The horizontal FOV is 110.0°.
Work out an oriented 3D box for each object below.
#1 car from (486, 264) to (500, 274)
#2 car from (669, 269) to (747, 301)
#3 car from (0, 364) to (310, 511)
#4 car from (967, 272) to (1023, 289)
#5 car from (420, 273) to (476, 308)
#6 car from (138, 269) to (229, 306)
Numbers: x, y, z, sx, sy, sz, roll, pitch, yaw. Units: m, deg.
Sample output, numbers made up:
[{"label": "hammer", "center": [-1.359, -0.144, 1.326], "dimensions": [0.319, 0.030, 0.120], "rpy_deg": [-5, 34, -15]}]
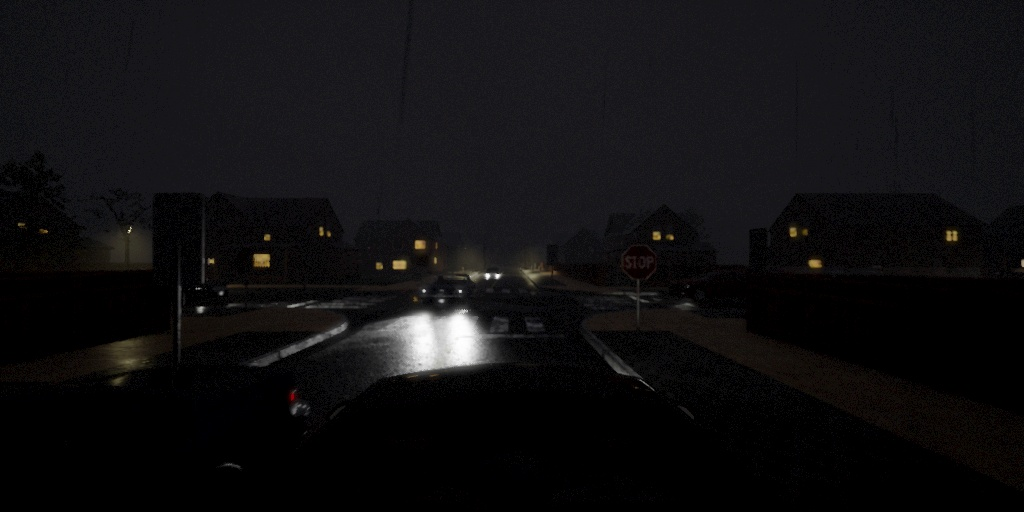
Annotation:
[{"label": "car", "center": [-2.882, 1.926, 54.296], "dimensions": [1.895, 1.301, 4.718], "rpy_deg": [0, -1, 0]}, {"label": "car", "center": [10.694, 1.450, 18.417], "dimensions": [5.008, 1.535, 1.882], "rpy_deg": [0, 0, -1]}, {"label": "car", "center": [-2.747, 1.290, 0.885], "dimensions": [2.033, 1.411, 5.357], "rpy_deg": [0, 0, 0]}, {"label": "car", "center": [25.895, 1.556, 18.515], "dimensions": [4.902, 1.511, 2.128], "rpy_deg": [0, 0, 0]}, {"label": "car", "center": [-2.781, 1.487, 16.394], "dimensions": [1.895, 1.301, 4.718], "rpy_deg": [0, 0, 0]}, {"label": "car", "center": [-14.913, 1.310, 15.359], "dimensions": [4.902, 1.511, 2.128], "rpy_deg": [1, 0, 0]}]
